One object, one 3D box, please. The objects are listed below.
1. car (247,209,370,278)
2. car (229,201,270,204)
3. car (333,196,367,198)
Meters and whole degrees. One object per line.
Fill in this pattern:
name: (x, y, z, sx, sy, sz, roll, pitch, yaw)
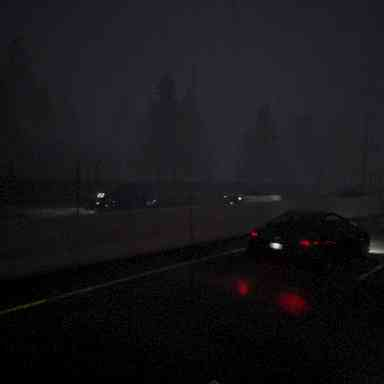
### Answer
car: (3.331, 1.178, 9.101, 1.994, 1.385, 4.181, 4, 4, 44)
car: (4.489, 0.455, 24.702, 4.718, 1.301, 1.895, -1, 4, -39)
car: (11.998, 0.483, 26.047, 5.008, 1.535, 1.882, 0, 3, -35)
